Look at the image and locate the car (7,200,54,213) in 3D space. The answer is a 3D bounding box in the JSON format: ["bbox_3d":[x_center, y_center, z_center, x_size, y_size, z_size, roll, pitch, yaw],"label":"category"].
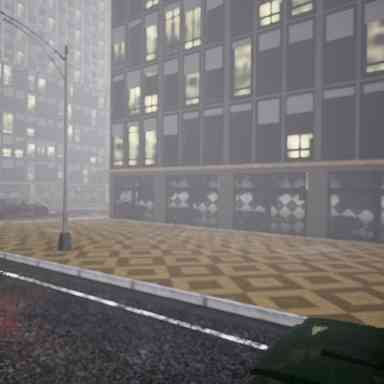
[{"bbox_3d":[-19.466,1.682,40.245,1.752,1.417,4.829,0,0,36],"label":"car"}]

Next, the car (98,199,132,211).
[{"bbox_3d":[-10.939,1.816,47.394,1.812,1.442,4.674,1,0,37],"label":"car"}]

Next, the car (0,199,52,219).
[{"bbox_3d":[-15.977,1.550,30.867,2.192,1.841,5.009,0,0,36],"label":"car"}]

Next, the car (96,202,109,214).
[{"bbox_3d":[-9.171,1.861,40.072,1.752,1.417,4.829,0,0,36],"label":"car"}]

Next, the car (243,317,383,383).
[{"bbox_3d":[2.575,1.599,1.845,4.718,1.301,1.895,0,0,36],"label":"car"}]
